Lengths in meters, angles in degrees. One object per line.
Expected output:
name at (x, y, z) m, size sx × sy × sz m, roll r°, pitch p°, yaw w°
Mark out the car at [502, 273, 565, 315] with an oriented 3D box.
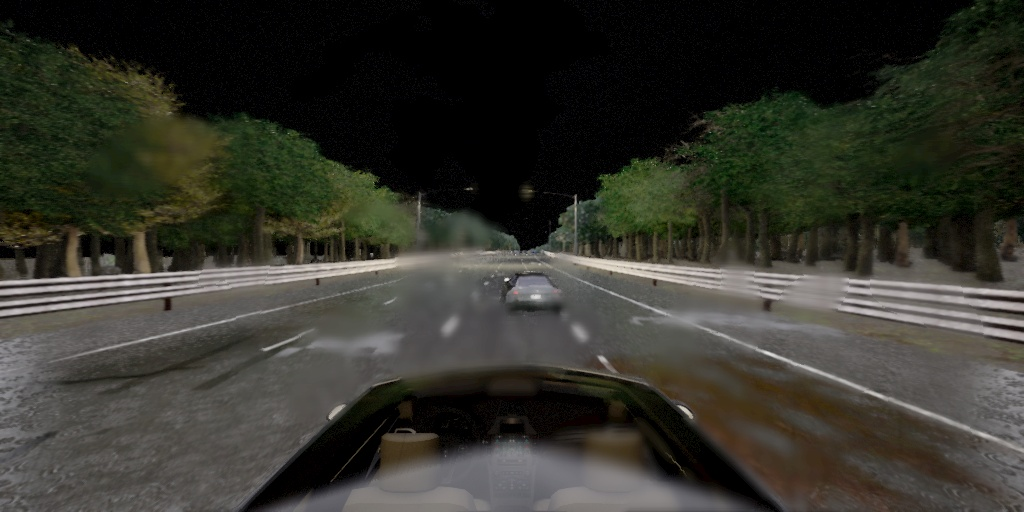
car at (0.684, 1.307, 13.505) m, size 1.994 × 1.385 × 4.181 m, roll 0°, pitch 0°, yaw -4°
